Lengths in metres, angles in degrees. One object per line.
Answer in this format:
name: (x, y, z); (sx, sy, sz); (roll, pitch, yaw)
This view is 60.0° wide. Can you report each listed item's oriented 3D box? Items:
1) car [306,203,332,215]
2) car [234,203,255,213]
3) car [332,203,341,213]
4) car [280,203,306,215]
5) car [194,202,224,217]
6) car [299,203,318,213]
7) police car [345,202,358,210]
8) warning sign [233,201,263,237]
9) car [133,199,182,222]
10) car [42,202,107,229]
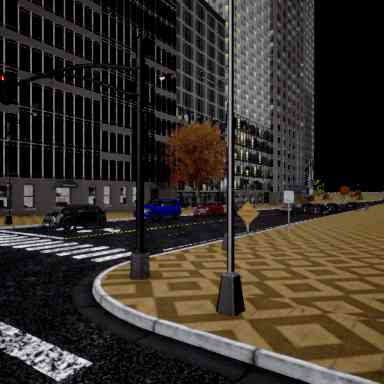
car: (17.724, 2.399, 46.298); (1.837, 1.490, 4.892); (0, -1, 33)
car: (7.589, 2.371, 48.861); (2.033, 1.411, 5.357); (0, -1, 33)
car: (23.125, 2.574, 54.687); (1.837, 1.490, 4.892); (0, -1, 33)
car: (13.854, 2.402, 46.388); (2.033, 1.411, 5.357); (0, -1, 33)
car: (2.089, 1.995, 40.403); (2.097, 1.767, 4.553); (0, -1, 33)
car: (19.171, 2.533, 54.726); (1.837, 1.490, 4.892); (0, -1, 33)
police car: (31.544, 2.738, 65.819); (1.930, 1.638, 5.238); (0, -1, 33)
warning sign: (3.127, 1.454, 18.553); (1.300, 1.860, 1.060); (1, 1, 33)
car: (-3.210, 1.689, 32.191); (2.150, 2.045, 5.566); (0, -1, 33)
car: (-8.428, 1.648, 24.099); (2.097, 1.767, 4.553); (0, -1, 33)
